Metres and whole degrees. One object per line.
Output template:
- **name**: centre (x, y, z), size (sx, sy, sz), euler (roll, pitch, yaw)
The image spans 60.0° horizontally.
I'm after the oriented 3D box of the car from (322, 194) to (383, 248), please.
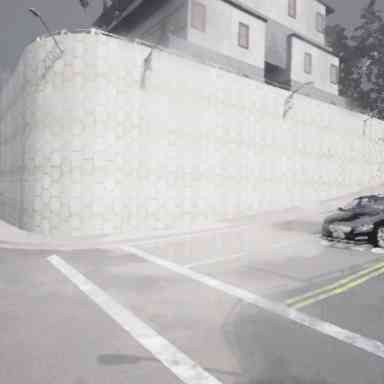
- **car**: centre (6.647, 0.890, 12.037), size (4.902, 1.511, 2.128), euler (-6, 4, -36)
